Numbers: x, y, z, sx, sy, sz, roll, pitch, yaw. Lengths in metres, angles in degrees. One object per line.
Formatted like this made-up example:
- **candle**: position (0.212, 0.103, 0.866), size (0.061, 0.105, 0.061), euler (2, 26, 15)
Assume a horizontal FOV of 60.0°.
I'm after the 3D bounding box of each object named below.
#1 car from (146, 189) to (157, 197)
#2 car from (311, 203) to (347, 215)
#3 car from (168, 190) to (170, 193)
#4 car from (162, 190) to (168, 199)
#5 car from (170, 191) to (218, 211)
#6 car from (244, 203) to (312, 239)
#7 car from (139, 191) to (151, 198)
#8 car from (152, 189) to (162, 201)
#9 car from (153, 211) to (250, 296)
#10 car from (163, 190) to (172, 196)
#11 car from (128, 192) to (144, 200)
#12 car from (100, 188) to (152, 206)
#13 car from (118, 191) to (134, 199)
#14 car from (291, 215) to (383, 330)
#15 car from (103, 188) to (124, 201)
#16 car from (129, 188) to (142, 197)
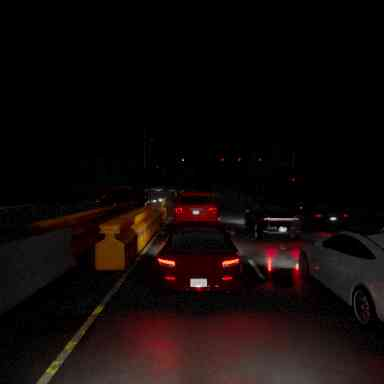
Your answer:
- **car**: position (-9.866, 0.172, 80.619), size (2.097, 1.767, 4.553), euler (0, 1, 0)
- **car**: position (7.219, 1.308, 18.961), size (1.994, 1.385, 4.181), euler (0, 1, 0)
- **car**: position (-6.407, 0.246, 75.679), size (2.097, 1.767, 4.553), euler (0, 1, 0)
- **car**: position (-6.526, 0.533, 65.663), size (2.128, 1.511, 4.902), euler (0, 1, 1)
- **car**: position (0.204, 0.983, 17.861), size (2.150, 2.045, 5.566), euler (0, 1, 1)
- **car**: position (3.694, 1.282, 15.876), size (2.128, 1.511, 4.902), euler (0, 1, 0)
- **car**: position (-9.952, 0.523, 70.401), size (1.994, 1.385, 4.181), euler (0, 1, 0)
- **car**: position (-6.647, 0.707, 56.397), size (1.812, 1.442, 4.674), euler (0, 1, 1)
- **car**: position (0.141, 1.431, 8.264), size (1.812, 1.442, 4.674), euler (0, 1, 0)
- **car**: position (-6.319, 0.272, 86.233), size (2.033, 1.411, 5.357), euler (0, 1, 0)
- **car**: position (-10.104, 0.686, 60.325), size (1.994, 1.385, 4.181), euler (0, 1, 1)
- **car**: position (-8.043, 0.656, 39.559), size (5.566, 2.045, 2.150), euler (0, 1, -25)
- **car**: position (-13.470, 0.552, 68.178), size (2.033, 1.411, 5.357), euler (0, 1, 0)
- **car**: position (3.629, 1.455, 6.628), size (1.812, 1.442, 4.674), euler (0, 1, 0)
- **car**: position (-13.635, 0.378, 58.040), size (2.150, 2.045, 5.566), euler (0, 1, 1)
- **car**: position (-13.380, 0.069, 78.884), size (2.150, 2.045, 5.566), euler (0, 1, 0)
